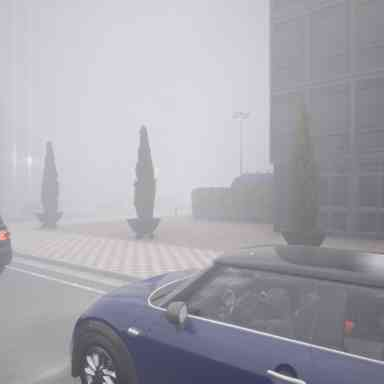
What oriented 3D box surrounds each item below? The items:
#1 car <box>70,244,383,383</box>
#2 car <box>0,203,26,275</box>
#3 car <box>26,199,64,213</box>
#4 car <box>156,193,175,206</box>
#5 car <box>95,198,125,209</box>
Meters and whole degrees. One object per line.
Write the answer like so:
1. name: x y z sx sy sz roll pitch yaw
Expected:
1. car: 0.788 1.352 3.431 4.553 1.767 2.097 0 0 36
2. car: -7.074 1.222 9.017 5.566 2.045 2.150 0 0 36
3. car: -16.833 1.491 37.219 2.128 1.511 4.902 0 0 35
4. car: -5.048 1.221 54.037 2.150 2.045 5.566 0 0 35
5. car: -11.134 1.564 45.357 1.994 1.385 4.181 0 0 35
